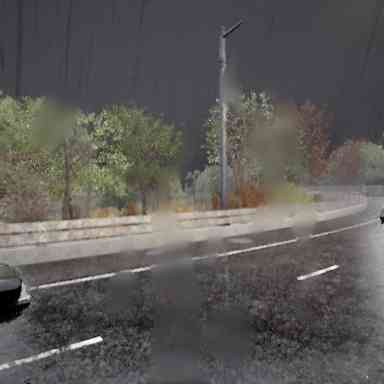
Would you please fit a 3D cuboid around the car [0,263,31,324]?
[{"bbox_3d":[-4.910,1.614,4.639,4.718,1.301,1.895,-1,0,-35],"label":"car"}]

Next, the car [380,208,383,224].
[{"bbox_3d":[13.816,1.316,21.875,2.033,1.411,5.357,0,0,41],"label":"car"}]
